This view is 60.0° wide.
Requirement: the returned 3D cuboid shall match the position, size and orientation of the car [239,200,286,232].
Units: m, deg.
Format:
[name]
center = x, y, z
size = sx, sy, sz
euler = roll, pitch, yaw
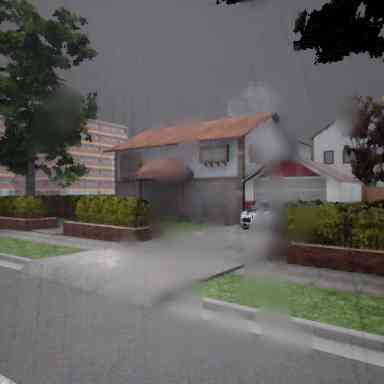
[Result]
[car]
center = 4.066, 1.168, 17.411
size = 1.970, 1.475, 3.806
euler = 0, 0, 36
